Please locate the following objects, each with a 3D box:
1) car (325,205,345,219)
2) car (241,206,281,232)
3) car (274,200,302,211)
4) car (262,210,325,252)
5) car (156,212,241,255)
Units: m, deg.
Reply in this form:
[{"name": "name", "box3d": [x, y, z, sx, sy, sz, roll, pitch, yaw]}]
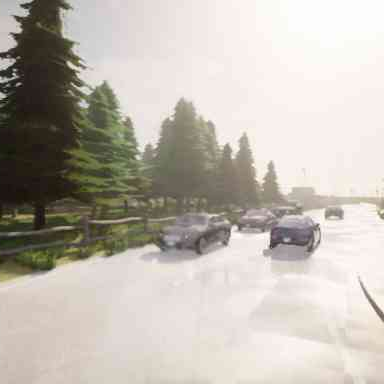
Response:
[{"name": "car", "box3d": [16.567, 2.342, 38.715, 1.837, 1.490, 4.892, 1, 0, 28]}, {"name": "car", "box3d": [4.621, 1.903, 23.249, 1.812, 1.442, 4.674, 1, -1, 27]}, {"name": "car", "box3d": [9.468, 1.824, 32.756, 2.150, 2.045, 5.566, 1, -1, 27]}, {"name": "car", "box3d": [4.896, 1.820, 15.580, 1.812, 1.442, 4.674, 1, -1, 27]}, {"name": "car", "box3d": [0.249, 1.662, 14.396, 2.128, 1.511, 4.902, 1, -1, 25]}]
